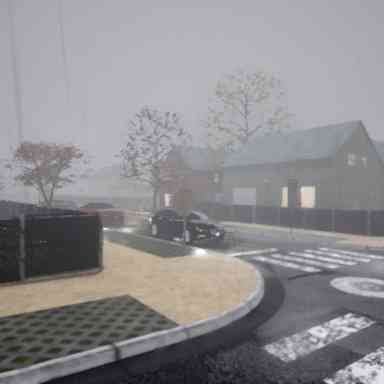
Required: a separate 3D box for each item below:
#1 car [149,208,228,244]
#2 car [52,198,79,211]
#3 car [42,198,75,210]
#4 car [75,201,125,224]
[{"bbox_3d":[-0.328,1.544,16.090,1.837,1.490,4.892,2,-1,-36],"label":"car"},{"bbox_3d":[-15.691,1.525,41.238,1.994,1.385,4.181,2,-1,-37],"label":"car"},{"bbox_3d":[-13.986,1.399,34.136,1.882,1.535,5.008,2,-1,-37],"label":"car"},{"bbox_3d":[-6.623,1.462,24.429,1.882,1.535,5.008,2,-1,-37],"label":"car"}]
